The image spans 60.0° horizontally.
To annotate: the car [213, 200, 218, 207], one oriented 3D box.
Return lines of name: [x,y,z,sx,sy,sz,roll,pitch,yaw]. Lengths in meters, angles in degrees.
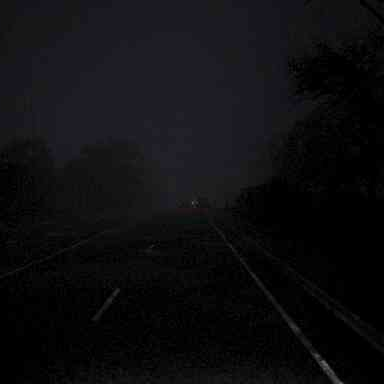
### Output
car: [4.258,2.521,71.900,2.033,1.411,5.357,0,-1,15]

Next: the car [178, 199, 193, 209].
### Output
car: [-1.333,2.361,62.288,2.128,1.511,4.902,0,-1,10]

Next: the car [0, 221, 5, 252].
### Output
car: [-7.107,1.318,8.491,2.150,2.045,5.566,0,-1,0]

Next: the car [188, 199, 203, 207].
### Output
car: [0.737,2.322,72.255,2.097,1.767,4.553,0,-1,15]

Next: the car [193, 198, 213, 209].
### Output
car: [2.098,2.082,61.558,2.150,2.045,5.566,0,-1,10]
